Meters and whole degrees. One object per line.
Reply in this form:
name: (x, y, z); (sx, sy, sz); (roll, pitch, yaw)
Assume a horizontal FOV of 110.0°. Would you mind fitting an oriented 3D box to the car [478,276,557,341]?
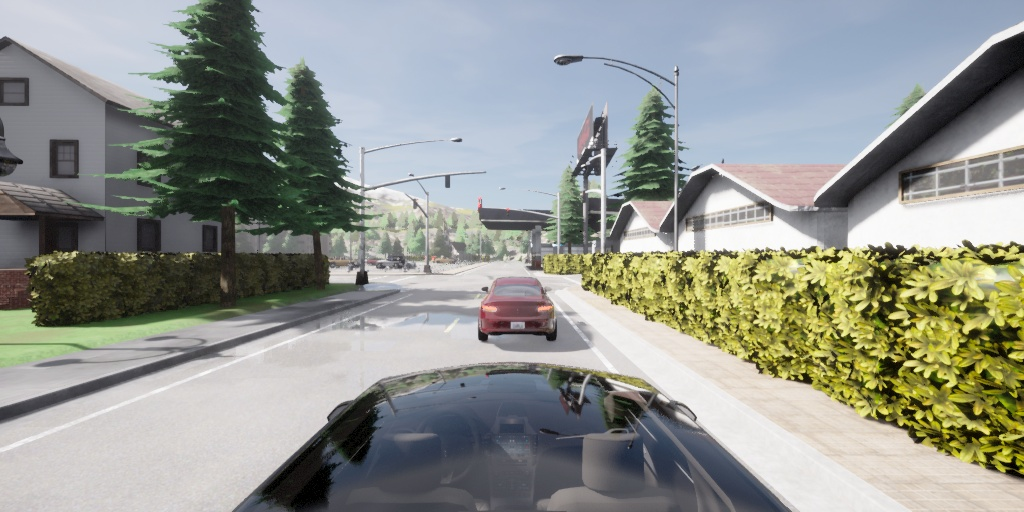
car: (0.127, 1.276, 9.753); (1.812, 1.442, 4.674); (0, 0, 0)
